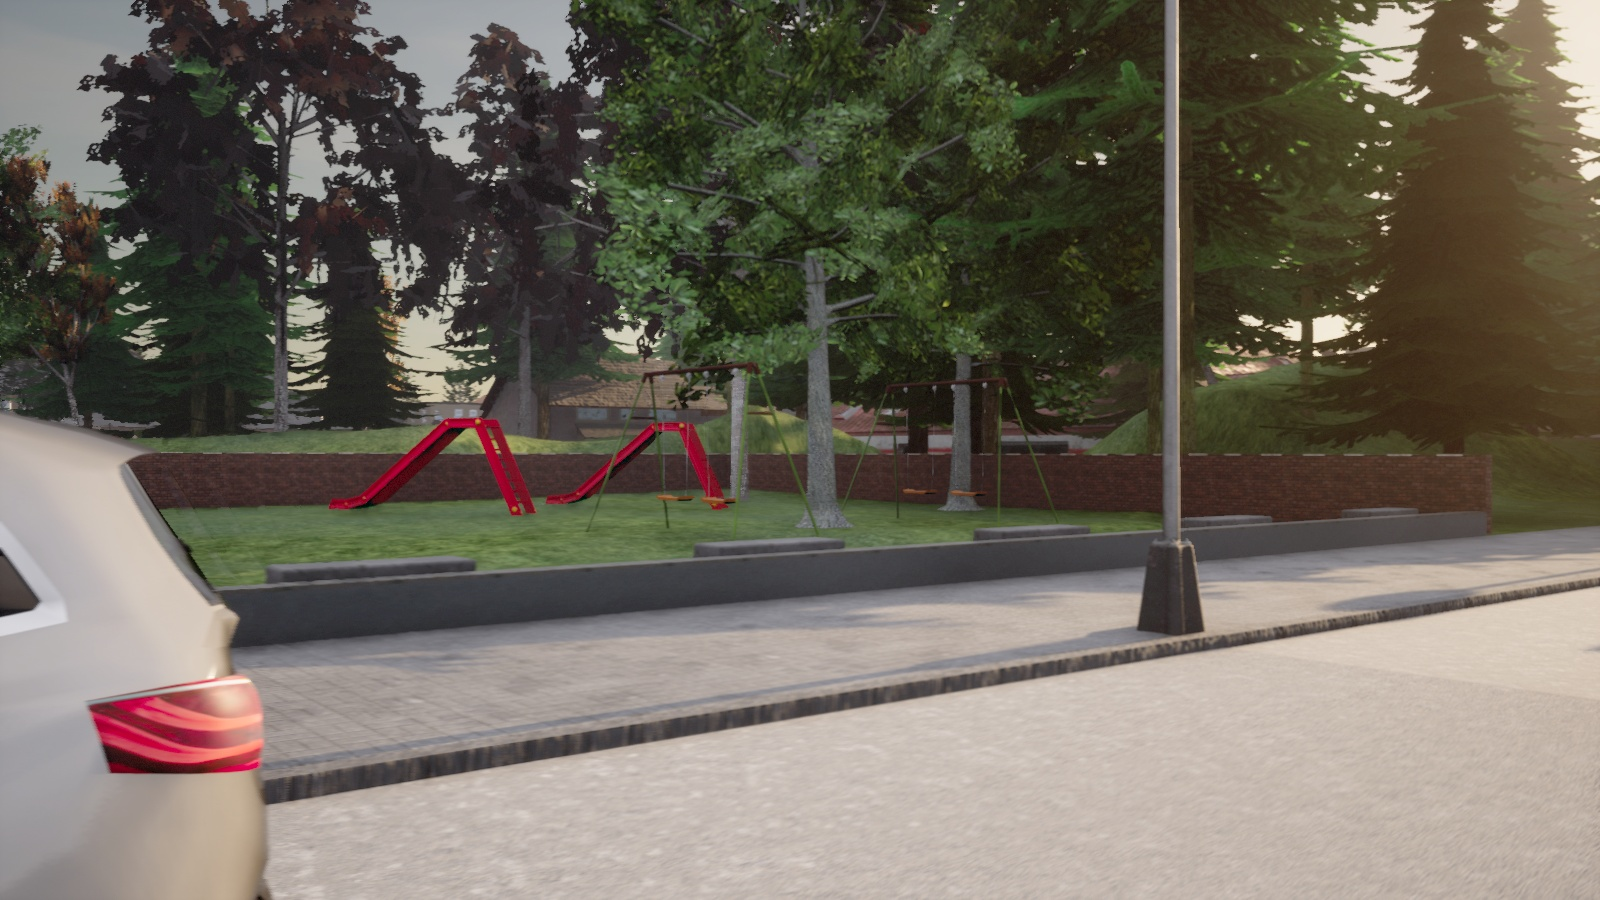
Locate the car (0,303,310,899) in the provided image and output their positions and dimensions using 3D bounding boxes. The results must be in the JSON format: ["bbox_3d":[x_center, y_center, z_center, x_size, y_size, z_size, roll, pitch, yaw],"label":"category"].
[{"bbox_3d":[-3.407,0.604,1.811,4.611,1.667,2.242,0,0,-36],"label":"car"}]
